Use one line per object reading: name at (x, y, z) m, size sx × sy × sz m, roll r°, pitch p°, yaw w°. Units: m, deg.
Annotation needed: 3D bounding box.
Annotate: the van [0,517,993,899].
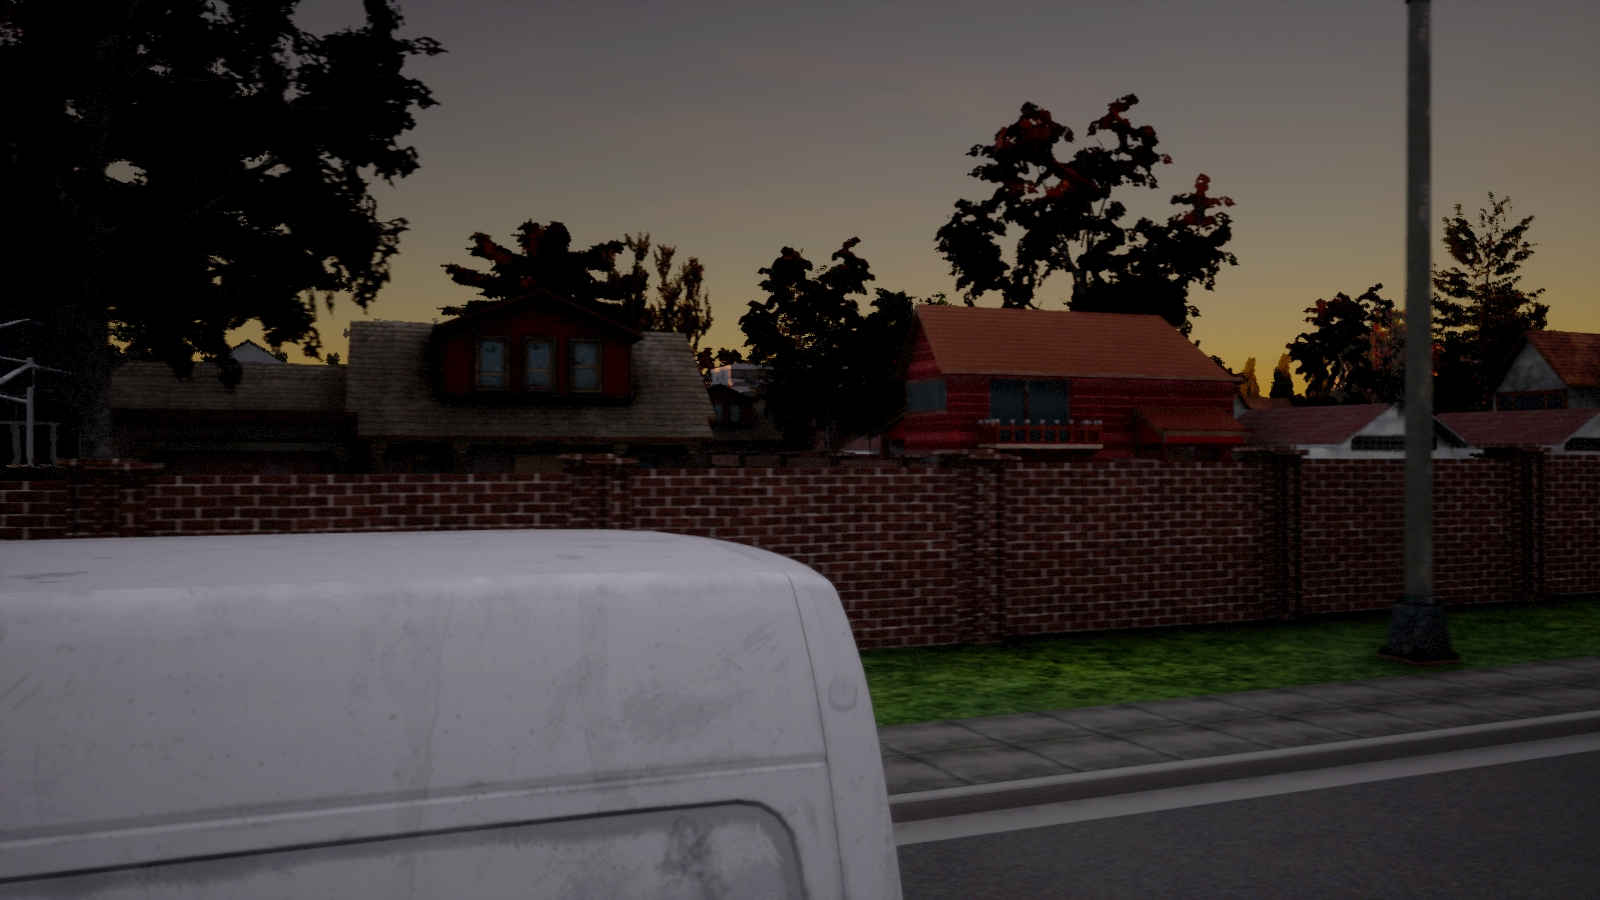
van at (-2.717, 1.530, 2.306) m, size 5.915 × 2.561 × 1.988 m, roll 0°, pitch 0°, yaw -20°
